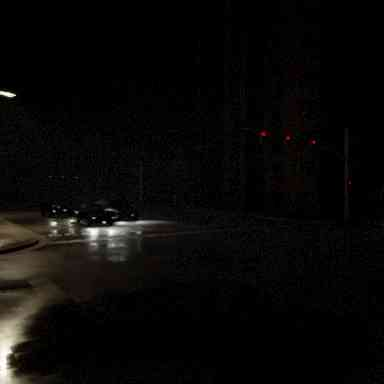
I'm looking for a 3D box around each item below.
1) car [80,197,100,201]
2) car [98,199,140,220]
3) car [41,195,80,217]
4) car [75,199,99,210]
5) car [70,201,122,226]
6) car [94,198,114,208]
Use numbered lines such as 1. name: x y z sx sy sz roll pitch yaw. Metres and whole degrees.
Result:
1. car: -11.666 1.490 36.491 2.097 1.767 4.553 1 0 -37
2. car: -6.267 1.644 29.056 1.837 1.490 4.892 1 0 -36
3. car: -13.231 1.318 32.692 2.150 2.045 5.566 1 0 -36
4. car: -14.995 1.706 47.280 1.812 1.442 4.674 1 -1 -36
5. car: -7.205 1.646 24.487 2.033 1.411 5.357 1 0 -31
6. car: -13.950 1.751 52.308 1.812 1.442 4.674 1 -1 -31
